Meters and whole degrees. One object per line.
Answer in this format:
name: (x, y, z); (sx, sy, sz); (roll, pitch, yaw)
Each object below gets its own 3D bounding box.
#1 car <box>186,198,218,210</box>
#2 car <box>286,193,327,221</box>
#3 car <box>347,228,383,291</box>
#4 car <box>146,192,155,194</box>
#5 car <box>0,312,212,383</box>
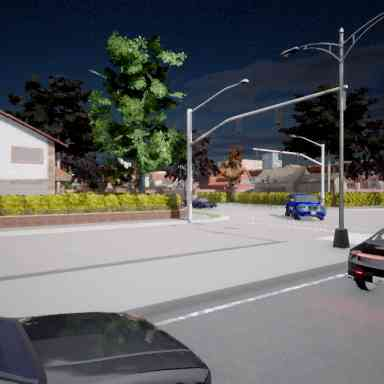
car: (0.995, 1.441, 42.361); (2.033, 1.411, 5.357); (0, 0, -36)
car: (9.018, 1.156, 26.699); (2.150, 2.045, 5.566); (2, 0, 5)
car: (5.573, 1.474, 7.720); (4.902, 1.511, 2.128); (0, 0, -35)
car: (-6.611, 1.088, 52.902); (2.150, 2.045, 5.566); (0, 0, -36)
car: (-2.361, 1.543, 2.060); (5.357, 1.411, 2.033); (0, 0, -36)
